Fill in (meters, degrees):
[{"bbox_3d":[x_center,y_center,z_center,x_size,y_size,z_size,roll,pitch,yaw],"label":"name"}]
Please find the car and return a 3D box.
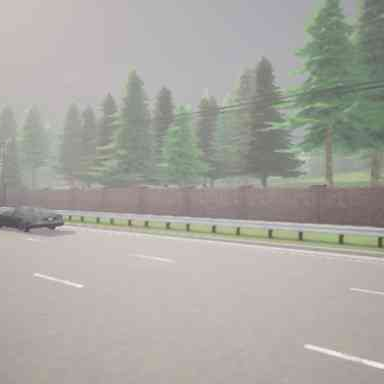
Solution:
[{"bbox_3d":[-9.713,1.516,19.461,5.357,1.411,2.033,0,0,35],"label":"car"}]
